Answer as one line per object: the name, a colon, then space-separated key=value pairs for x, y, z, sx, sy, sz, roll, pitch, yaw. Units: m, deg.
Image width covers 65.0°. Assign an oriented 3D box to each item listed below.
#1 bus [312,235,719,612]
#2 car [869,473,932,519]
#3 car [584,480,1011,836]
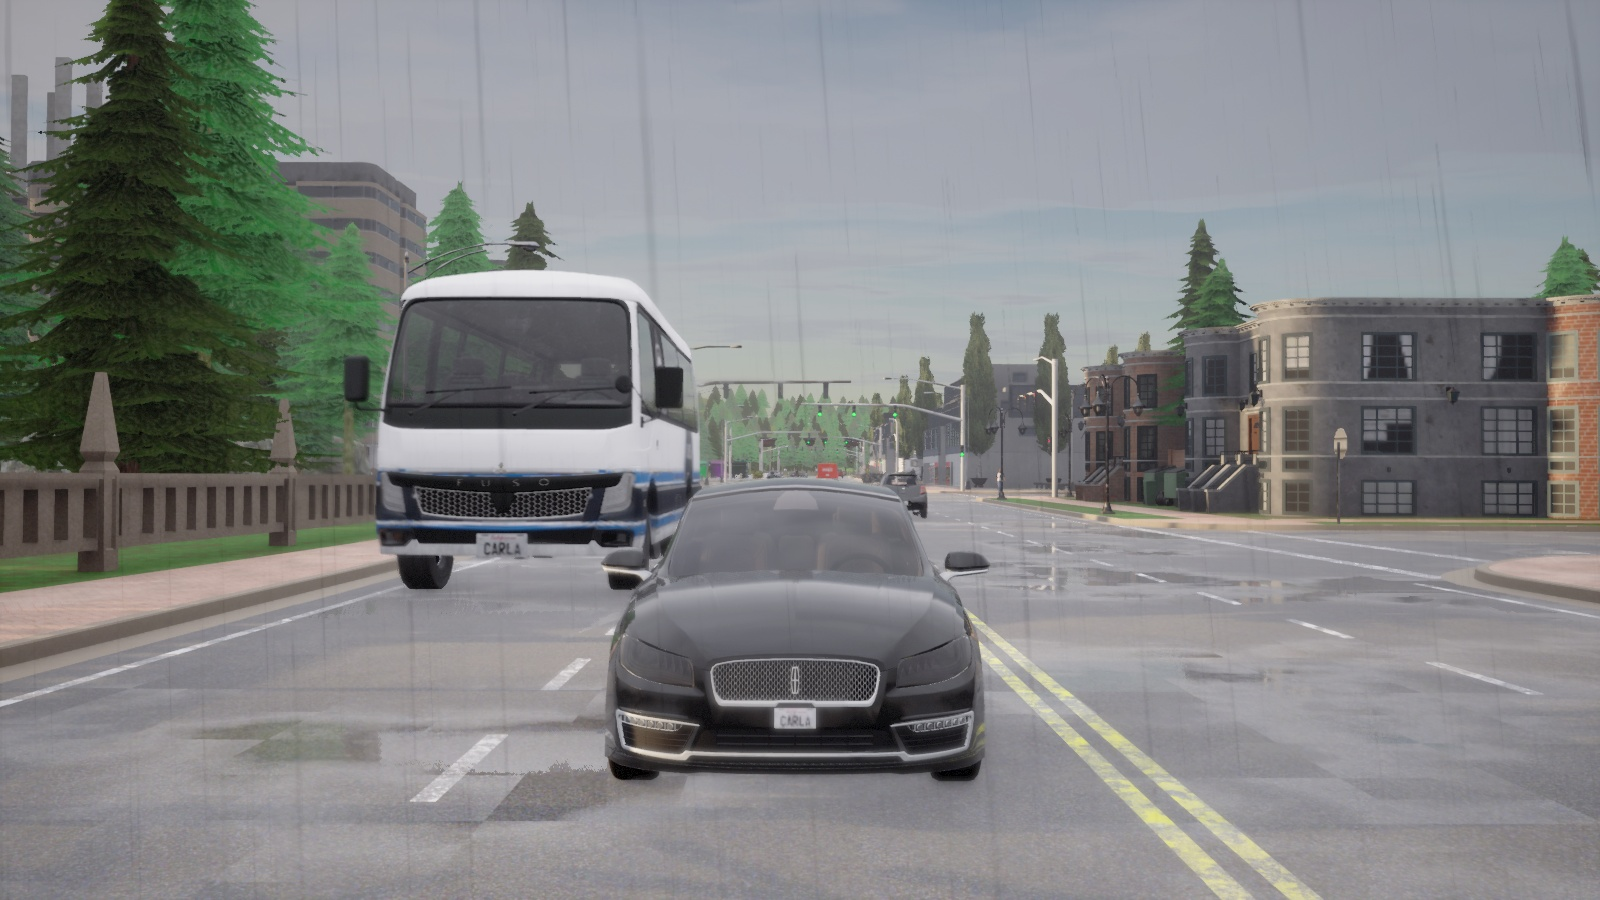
bus: x=-3.551 y=-0.224 z=19.342 sx=3.944 sy=4.253 sz=10.273 roll=0 pitch=-1 yaw=0
car: x=3.400 y=1.536 z=43.058 sx=1.845 sy=1.501 sz=3.633 roll=0 pitch=-1 yaw=0
car: x=-0.018 y=0.951 z=7.864 sx=1.837 sy=1.490 sz=4.892 roll=0 pitch=-1 yaw=0
